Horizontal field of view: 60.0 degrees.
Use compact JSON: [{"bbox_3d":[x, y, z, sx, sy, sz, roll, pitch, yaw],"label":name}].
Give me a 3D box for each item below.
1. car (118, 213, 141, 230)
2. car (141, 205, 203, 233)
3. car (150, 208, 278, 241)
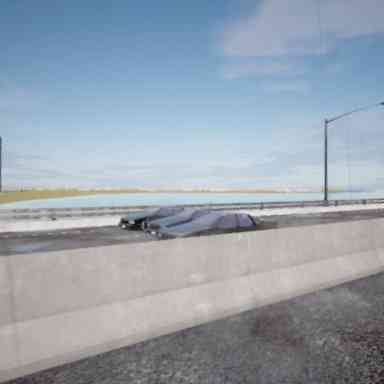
[{"bbox_3d":[-1.624,1.520,19.999,5.357,1.411,2.033,0,0,-35],"label":"car"},{"bbox_3d":[0.364,1.520,17.120,5.357,1.411,2.033,0,0,-35],"label":"car"},{"bbox_3d":[1.253,1.524,13.462,5.357,1.411,2.033,0,0,-35],"label":"car"}]
